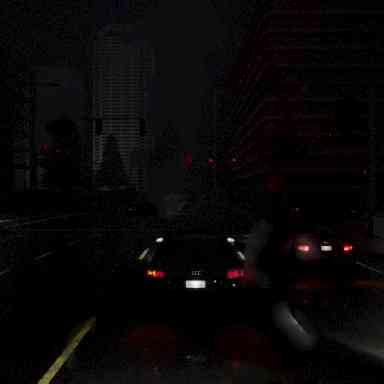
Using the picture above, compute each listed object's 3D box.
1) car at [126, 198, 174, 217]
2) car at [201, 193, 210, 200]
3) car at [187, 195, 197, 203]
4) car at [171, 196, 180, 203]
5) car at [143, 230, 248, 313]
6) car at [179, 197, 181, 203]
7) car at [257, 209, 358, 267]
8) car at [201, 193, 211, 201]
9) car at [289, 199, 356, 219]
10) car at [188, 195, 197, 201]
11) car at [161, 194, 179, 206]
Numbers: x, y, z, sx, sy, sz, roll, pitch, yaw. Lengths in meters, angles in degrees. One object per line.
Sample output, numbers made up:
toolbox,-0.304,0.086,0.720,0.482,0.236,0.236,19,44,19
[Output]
car,-4.187,1.556,31.559,4.181,1.385,1.994,0,0,-43
car,3.557,1.207,90.422,2.150,2.045,5.566,0,0,0
car,0.072,1.501,71.051,1.837,1.490,4.892,0,0,0
car,-3.455,1.524,70.608,1.812,1.442,4.674,0,0,0
car,0.074,1.564,7.757,1.994,1.385,4.181,0,0,0
car,-3.532,1.352,60.629,2.097,1.767,4.553,0,0,0
car,3.596,1.547,11.377,2.033,1.411,5.357,0,0,0
car,3.551,1.493,80.538,1.837,1.490,4.892,0,0,0
car,9.285,1.307,23.987,4.553,1.767,2.097,-1,0,-3
car,0.052,1.534,81.396,2.033,1.411,5.357,0,0,0
car,-3.563,1.491,50.704,2.128,1.511,4.902,0,0,0
